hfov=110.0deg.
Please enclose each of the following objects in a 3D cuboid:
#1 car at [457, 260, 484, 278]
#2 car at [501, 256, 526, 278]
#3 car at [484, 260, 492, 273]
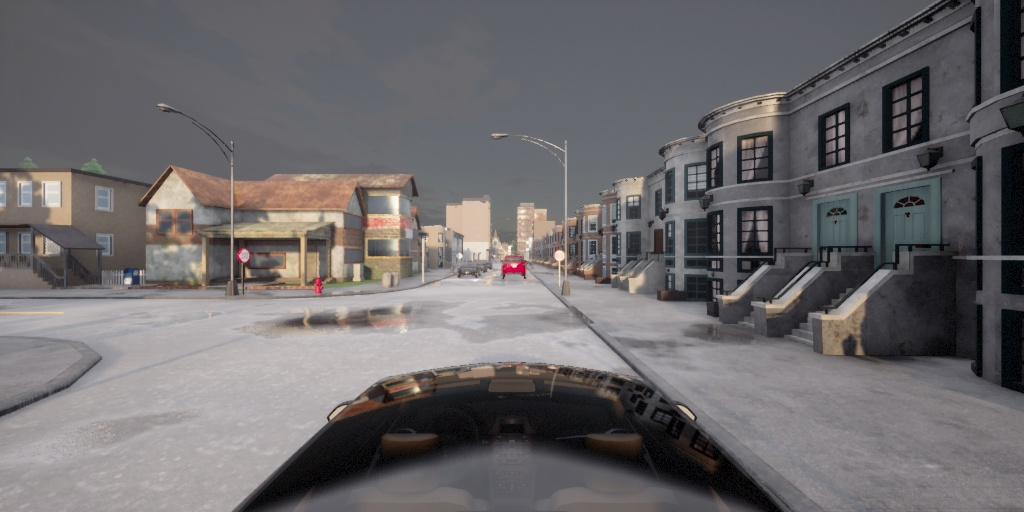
[{"bbox_3d":[-4.025,1.255,34.189,1.837,1.490,4.892,0,0,0],"label":"car"},{"bbox_3d":[0.181,0.973,33.915,2.150,2.045,5.566,0,0,0],"label":"car"},{"bbox_3d":[-3.993,1.241,43.563,2.128,1.511,4.902,0,0,0],"label":"car"}]
